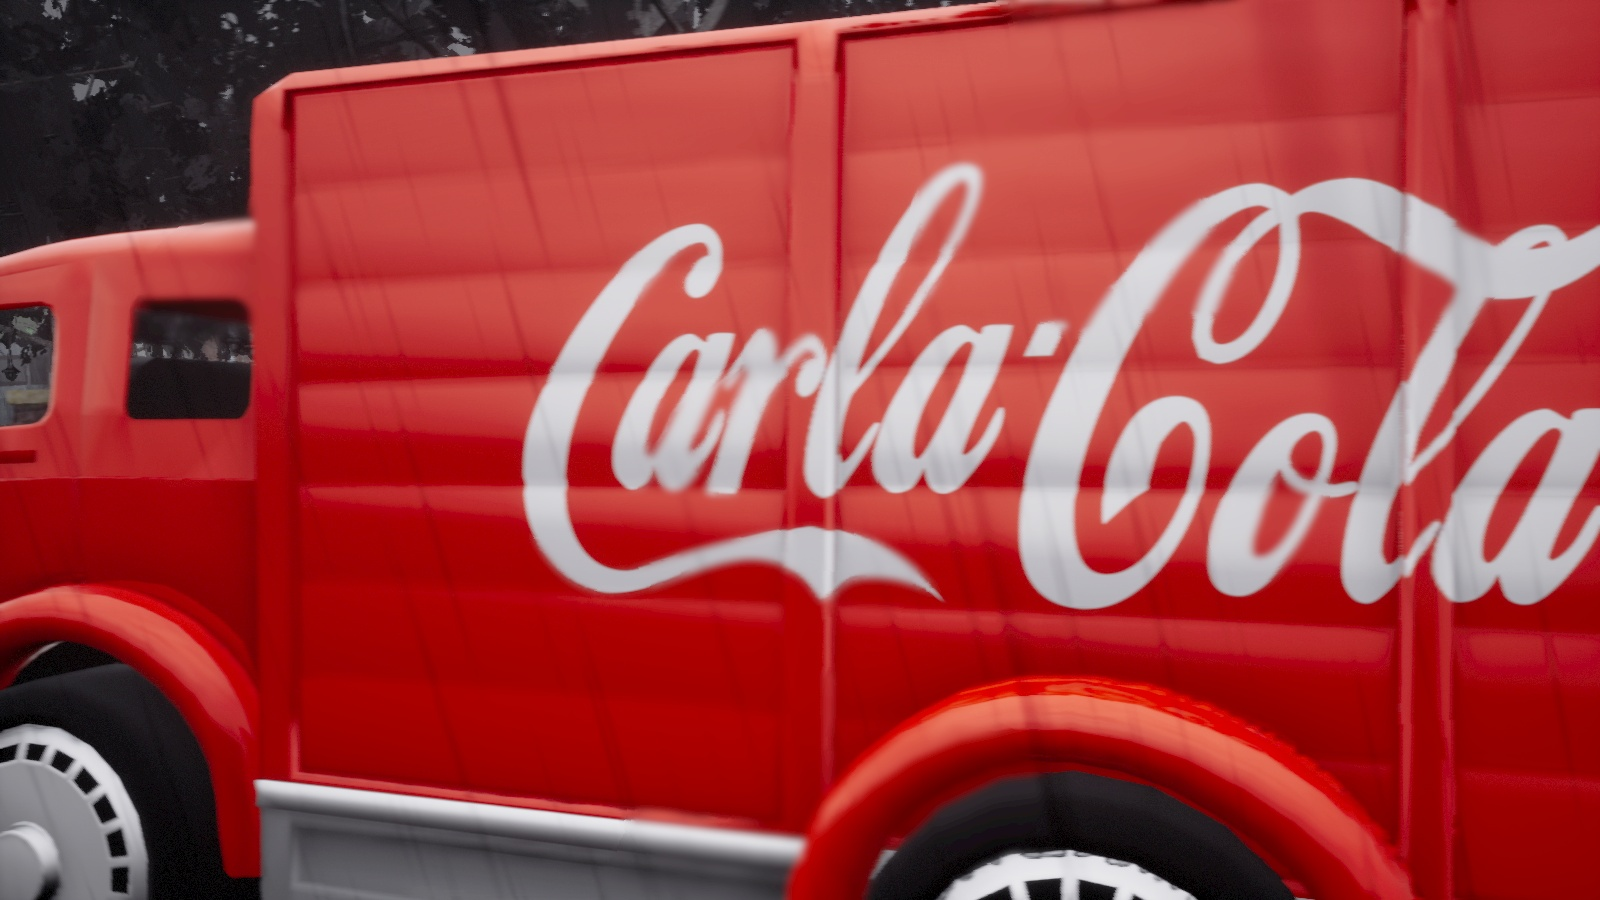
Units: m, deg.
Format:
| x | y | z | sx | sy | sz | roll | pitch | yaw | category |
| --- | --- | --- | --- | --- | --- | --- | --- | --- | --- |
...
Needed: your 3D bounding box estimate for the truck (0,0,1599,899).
| x | y | z | sx | sy | sz | roll | pitch | yaw | category |
| --- | --- | --- | --- | --- | --- | --- | --- | --- | --- |
| -0.331 | 0.277 | 3.823 | 5.204 | 2.467 | 2.627 | 1 | 1 | 19 | truck |
